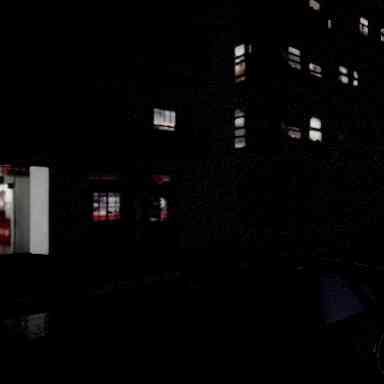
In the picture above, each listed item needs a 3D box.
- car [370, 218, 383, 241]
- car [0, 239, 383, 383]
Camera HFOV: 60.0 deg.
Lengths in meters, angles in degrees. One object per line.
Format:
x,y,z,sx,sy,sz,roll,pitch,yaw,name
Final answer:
8.989,1.283,12.965,5.009,1.841,2.192,0,0,-35,car
0.740,1.542,3.907,5.357,1.411,2.033,0,0,-35,car
